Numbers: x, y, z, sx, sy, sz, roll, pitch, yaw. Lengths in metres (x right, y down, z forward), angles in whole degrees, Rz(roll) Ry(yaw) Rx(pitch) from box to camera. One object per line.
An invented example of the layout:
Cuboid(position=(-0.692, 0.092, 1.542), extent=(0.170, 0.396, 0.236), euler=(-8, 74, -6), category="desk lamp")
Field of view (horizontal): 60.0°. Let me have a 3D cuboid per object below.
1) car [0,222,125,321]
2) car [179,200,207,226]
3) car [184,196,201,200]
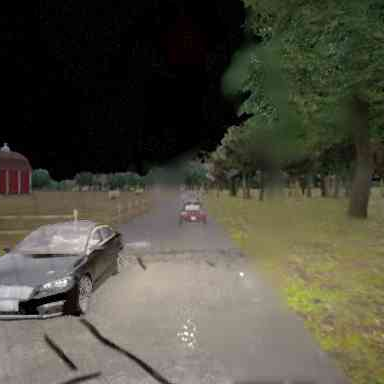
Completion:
Cuboid(position=(-2.819, 1.482, 7.541), extent=(2.128, 1.511, 4.902), euler=(0, 0, 0), category="car")
Cuboid(position=(0.101, 1.494, 23.311), extent=(1.812, 1.442, 4.674), euler=(0, 0, 0), category="car")
Cuboid(position=(0.102, 1.281, 39.975), extent=(2.097, 1.767, 4.553), euler=(0, 0, 0), category="car")
